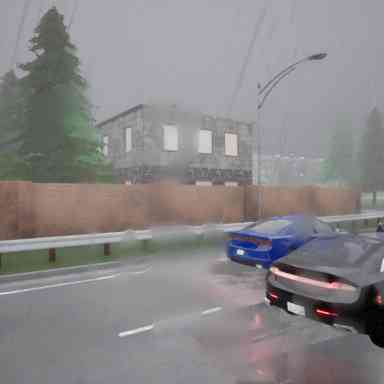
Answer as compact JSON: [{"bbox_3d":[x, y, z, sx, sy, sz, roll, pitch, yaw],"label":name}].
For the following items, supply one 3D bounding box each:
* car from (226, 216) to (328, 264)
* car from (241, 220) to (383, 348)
[{"bbox_3d":[3.324,1.478,10.436,5.008,1.535,1.882,0,0,-36],"label":"car"},{"bbox_3d":[3.495,1.492,6.260,4.902,1.511,2.128,0,0,-35],"label":"car"}]
